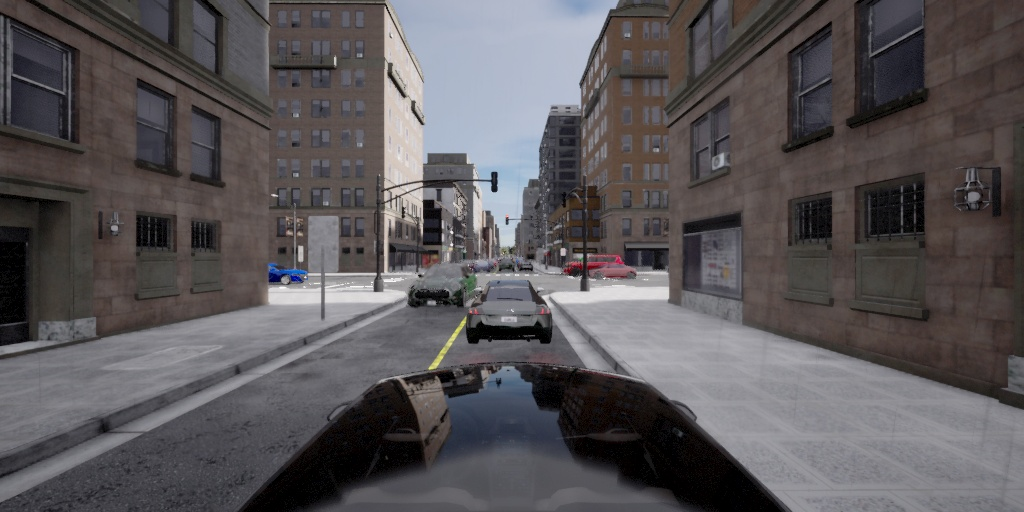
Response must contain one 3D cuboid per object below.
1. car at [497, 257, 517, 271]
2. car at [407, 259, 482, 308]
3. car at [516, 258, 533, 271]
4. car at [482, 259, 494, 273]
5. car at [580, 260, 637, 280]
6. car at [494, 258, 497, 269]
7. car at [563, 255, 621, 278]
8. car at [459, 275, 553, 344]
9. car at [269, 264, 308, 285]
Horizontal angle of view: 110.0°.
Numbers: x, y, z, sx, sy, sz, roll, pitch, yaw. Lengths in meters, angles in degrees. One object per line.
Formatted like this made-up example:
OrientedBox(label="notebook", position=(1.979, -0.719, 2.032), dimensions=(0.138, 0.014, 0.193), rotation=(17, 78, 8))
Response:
OrientedBox(label="car", position=(-0.686, 1.151, 50.358), dimensions=(2.097, 1.767, 4.553), rotation=(0, 0, 0))
OrientedBox(label="car", position=(-2.761, 1.104, 15.127), dimensions=(2.097, 1.767, 4.553), rotation=(0, 0, 3))
OrientedBox(label="car", position=(1.901, 1.362, 48.685), dimensions=(1.948, 1.339, 4.313), rotation=(0, 0, 0))
OrientedBox(label="car", position=(-3.574, 1.315, 44.668), dimensions=(1.812, 1.442, 4.674), rotation=(0, 0, 1))
OrientedBox(label="car", position=(8.221, 1.282, 30.003), dimensions=(4.181, 1.385, 1.994), rotation=(0, 0, -2))
OrientedBox(label="car", position=(-3.633, 1.356, 55.090), dimensions=(2.033, 1.411, 5.357), rotation=(0, 0, -1))
OrientedBox(label="car", position=(7.610, 0.950, 33.483), dimensions=(5.566, 2.045, 2.150), rotation=(0, 0, 4))
OrientedBox(label="car", position=(-0.070, 1.315, 9.614), dimensions=(1.994, 1.385, 4.181), rotation=(0, 0, 0))
OrientedBox(label="car", position=(-17.583, 1.292, 26.197), dimensions=(5.008, 1.535, 1.882), rotation=(0, 0, 1))
